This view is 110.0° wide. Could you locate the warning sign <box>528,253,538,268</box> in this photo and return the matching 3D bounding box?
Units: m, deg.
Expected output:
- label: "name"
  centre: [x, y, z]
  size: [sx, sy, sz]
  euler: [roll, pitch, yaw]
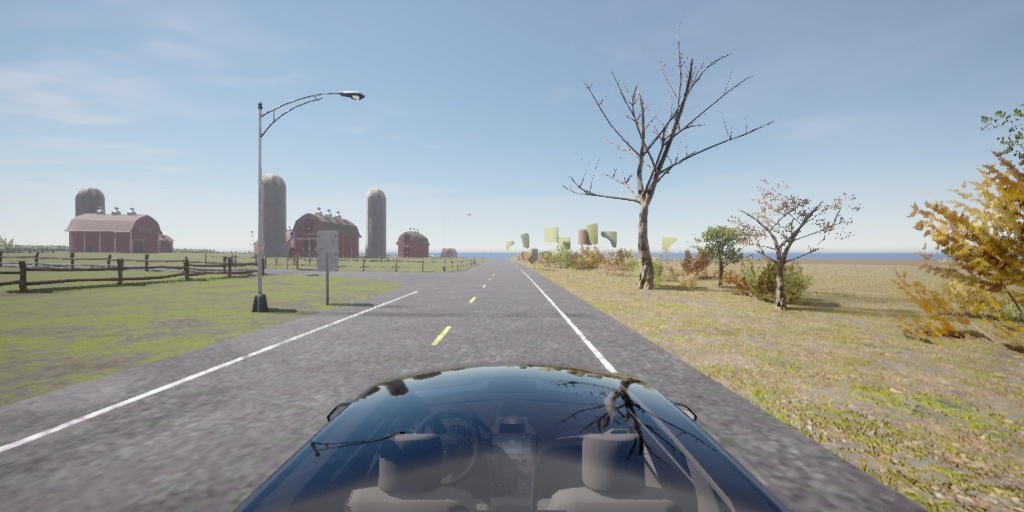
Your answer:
- label: "warning sign"
  centre: [3.061, 0.878, 55.995]
  size: [1.300, 1.860, 1.060]
  euler: [0, 0, -1]
